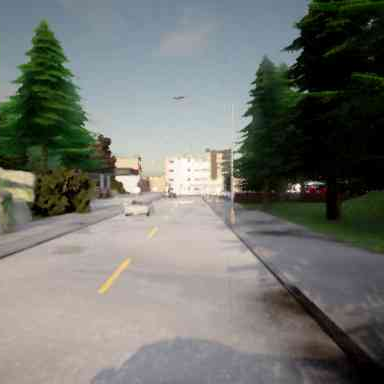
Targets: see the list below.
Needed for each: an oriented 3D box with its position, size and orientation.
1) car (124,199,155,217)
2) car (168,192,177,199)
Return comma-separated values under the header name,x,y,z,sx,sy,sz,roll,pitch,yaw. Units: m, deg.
name,x,y,z,sx,sy,sz,roll,pitch,yaw
car,-4.088,1.243,26.509,1.895,1.301,4.718,0,1,0
car,-4.031,0.731,69.250,1.837,1.490,4.892,0,1,0
